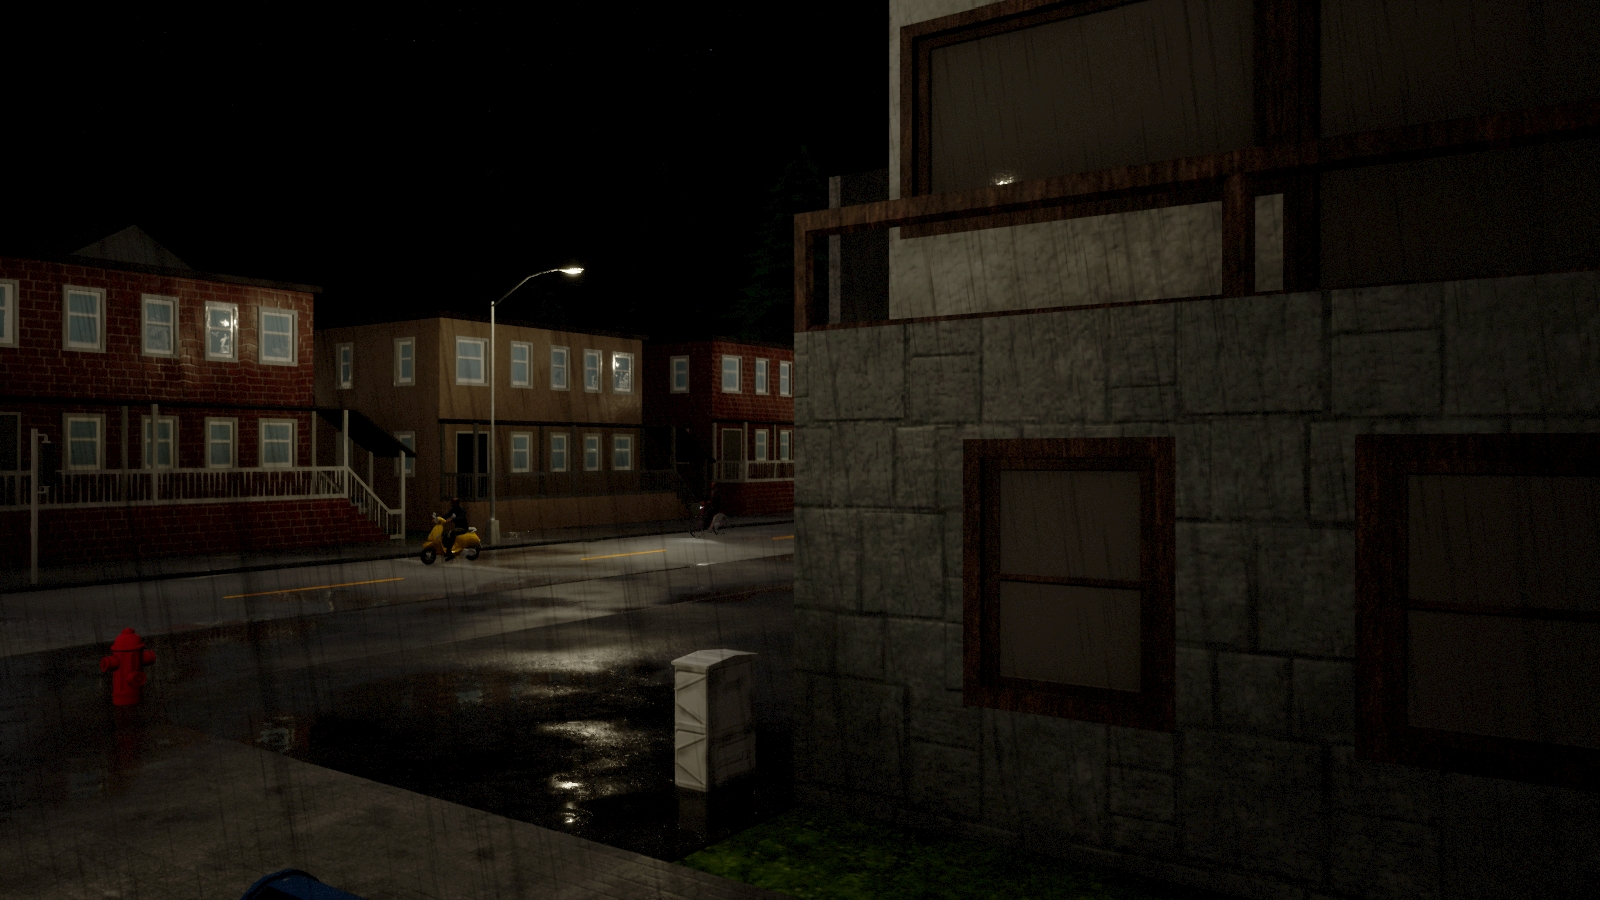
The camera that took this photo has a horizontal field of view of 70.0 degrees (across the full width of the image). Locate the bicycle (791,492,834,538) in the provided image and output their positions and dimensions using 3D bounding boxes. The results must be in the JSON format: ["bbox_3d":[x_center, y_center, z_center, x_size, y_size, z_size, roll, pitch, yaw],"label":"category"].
[{"bbox_3d":[0.386,1.932,34.175,0.329,1.271,1.835,0,0,35],"label":"bicycle"}]
